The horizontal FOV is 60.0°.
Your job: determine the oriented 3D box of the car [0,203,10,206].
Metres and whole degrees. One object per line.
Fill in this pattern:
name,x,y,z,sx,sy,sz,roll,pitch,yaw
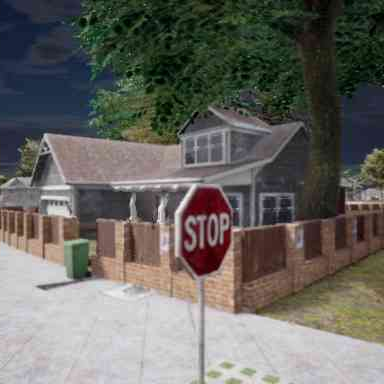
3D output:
car,-32.164,2.577,55.536,2.128,1.511,4.902,0,-1,-3
